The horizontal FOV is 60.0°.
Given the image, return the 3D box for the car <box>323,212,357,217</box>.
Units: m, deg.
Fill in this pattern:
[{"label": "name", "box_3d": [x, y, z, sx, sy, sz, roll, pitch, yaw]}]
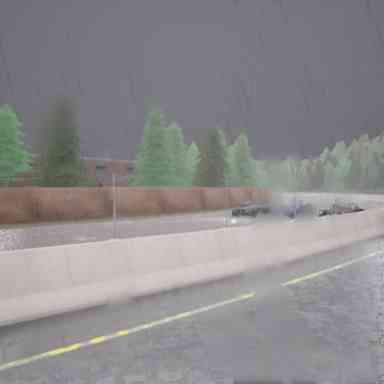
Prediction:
[{"label": "car", "box_3d": [10.658, 1.454, 23.595, 1.895, 1.301, 4.718, 0, 0, 40]}]
